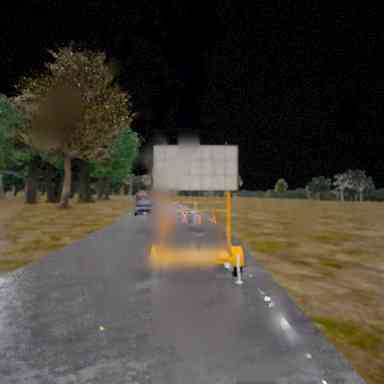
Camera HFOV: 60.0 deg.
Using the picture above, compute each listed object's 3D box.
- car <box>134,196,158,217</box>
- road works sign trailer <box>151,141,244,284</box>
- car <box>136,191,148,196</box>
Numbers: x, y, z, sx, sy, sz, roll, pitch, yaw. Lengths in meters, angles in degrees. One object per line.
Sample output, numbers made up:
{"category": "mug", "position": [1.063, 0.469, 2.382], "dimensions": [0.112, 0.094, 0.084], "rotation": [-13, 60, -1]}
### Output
{"category": "car", "position": [-3.996, 1.326, 29.374], "dimensions": [2.033, 1.411, 5.357], "rotation": [0, 0, -5]}
{"category": "road works sign trailer", "position": [0.099, 0.394, 9.341], "dimensions": [2.380, 3.560, 2.880], "rotation": [0, 0, -1]}
{"category": "car", "position": [-10.375, 0.744, 69.256], "dimensions": [2.150, 2.045, 5.566], "rotation": [0, 0, -13]}
